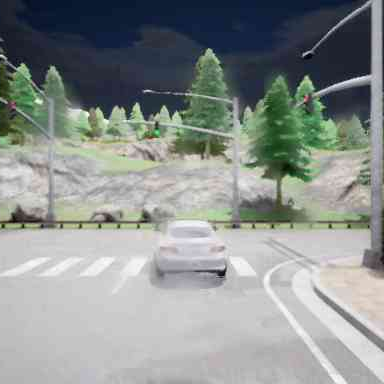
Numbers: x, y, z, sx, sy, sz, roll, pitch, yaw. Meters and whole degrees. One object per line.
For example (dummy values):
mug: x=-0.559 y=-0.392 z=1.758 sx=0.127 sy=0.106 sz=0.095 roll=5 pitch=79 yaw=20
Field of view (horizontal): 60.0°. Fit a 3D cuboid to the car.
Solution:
car: x=-0.155 y=1.523 z=10.040 sx=1.812 sy=1.442 sz=4.674 roll=0 pitch=0 yaw=-5
